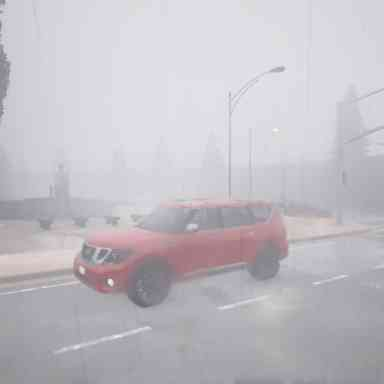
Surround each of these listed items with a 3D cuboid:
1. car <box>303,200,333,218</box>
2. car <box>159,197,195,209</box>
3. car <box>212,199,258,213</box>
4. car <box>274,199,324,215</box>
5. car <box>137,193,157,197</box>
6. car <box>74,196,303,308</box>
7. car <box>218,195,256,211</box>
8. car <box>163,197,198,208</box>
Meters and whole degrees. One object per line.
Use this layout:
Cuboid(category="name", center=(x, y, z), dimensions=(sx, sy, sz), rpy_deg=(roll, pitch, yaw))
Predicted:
Cuboid(category="car", center=(10.496, 1.526, 30.430), dimensions=(1.812, 1.442, 4.674), rpy_deg=(0, 0, -35))
Cuboid(category="car", center=(-2.122, 1.505, 45.187), dimensions=(4.892, 1.490, 1.837), rpy_deg=(0, 0, 38))
Cuboid(category="car", center=(4.862, 1.547, 38.142), dimensions=(2.033, 1.411, 5.357), rpy_deg=(0, 0, -38))
Cuboid(category="car", center=(11.261, 1.505, 35.295), dimensions=(1.837, 1.490, 4.892), rpy_deg=(0, 0, -37))
Cuboid(category="car", center=(-8.810, 1.223, 61.174), dimensions=(5.566, 2.045, 2.150), rpy_deg=(0, 0, 22))
Cuboid(category="car", center=(0.042, 1.221, 8.303), dimensions=(5.566, 2.045, 2.150), rpy_deg=(0, 0, -35))
Cuboid(category="car", center=(5.660, 1.352, 42.449), dimensions=(2.097, 1.767, 4.553), rpy_deg=(0, 0, -42))
Cuboid(category="car", center=(-1.769, 1.478, 49.281), dimensions=(5.008, 1.535, 1.882), rpy_deg=(0, 0, 35))
